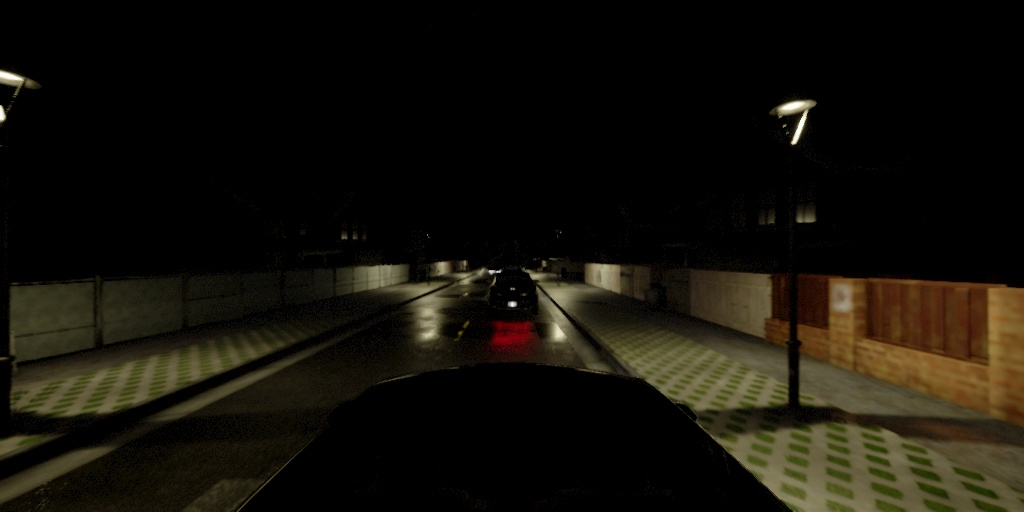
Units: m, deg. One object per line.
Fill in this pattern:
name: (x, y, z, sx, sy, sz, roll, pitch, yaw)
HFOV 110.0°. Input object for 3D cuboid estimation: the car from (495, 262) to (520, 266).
car: (0.040, 1.467, 29.259, 2.128, 1.511, 4.902, 0, 0, 1)

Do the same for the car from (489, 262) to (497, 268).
car: (-2.803, 1.767, 60.347, 1.994, 1.385, 4.181, 0, 0, 1)

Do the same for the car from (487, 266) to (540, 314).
car: (0.043, 1.351, 14.318, 1.837, 1.490, 4.892, 0, 0, 1)
